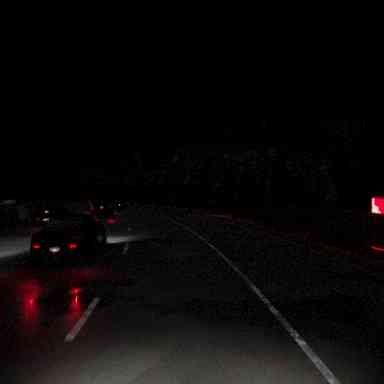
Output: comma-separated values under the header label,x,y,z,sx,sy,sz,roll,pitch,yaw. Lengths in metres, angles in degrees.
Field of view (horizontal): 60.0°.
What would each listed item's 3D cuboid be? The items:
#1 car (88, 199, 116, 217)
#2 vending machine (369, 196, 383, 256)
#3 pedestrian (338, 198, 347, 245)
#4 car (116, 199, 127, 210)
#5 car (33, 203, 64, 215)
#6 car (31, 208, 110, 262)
label,x,y,z,sx,sy,sz,roll,pitch,yaw
car,-8.558,1.397,31.112,2.097,1.767,4.553,0,0,-18
vending machine,7.227,1.193,12.073,1.100,2.100,0.880,0,0,-6
pedestrian,5.921,1.140,13.215,0.375,1.860,0.375,-1,0,-7
car,-10.120,1.636,44.562,1.994,1.385,4.181,0,0,-24
car,-10.128,1.541,23.975,1.837,1.490,4.892,0,0,-14
car,-4.347,1.534,12.168,1.812,1.442,4.674,0,0,-7
